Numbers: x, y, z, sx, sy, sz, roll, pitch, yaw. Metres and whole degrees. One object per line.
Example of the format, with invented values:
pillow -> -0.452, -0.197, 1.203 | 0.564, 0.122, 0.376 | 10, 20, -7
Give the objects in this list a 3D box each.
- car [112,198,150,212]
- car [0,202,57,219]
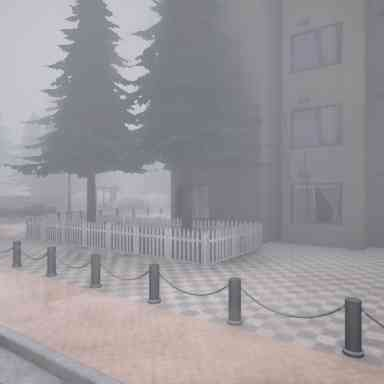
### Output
car -> -7.026, 1.476, 38.511 | 2.128, 1.511, 4.902 | 0, 0, 37
car -> -14.366, 1.585, 28.805 | 1.895, 1.301, 4.718 | 0, 0, 37
